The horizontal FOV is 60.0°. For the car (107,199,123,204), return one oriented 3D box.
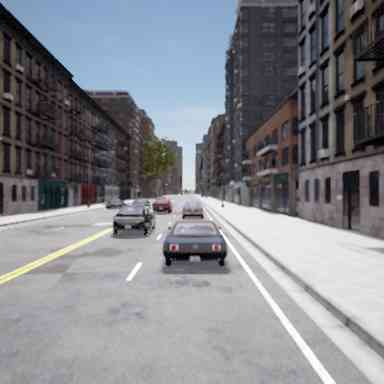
[{"bbox_3d":[-9.858,1.602,43.290,1.994,1.385,4.181,0,0,0],"label":"car"}]

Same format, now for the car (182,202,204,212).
[{"bbox_3d":[0.086,1.568,29.079,2.033,1.411,5.357,0,0,0],"label":"car"}]

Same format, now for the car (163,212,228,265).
[{"bbox_3d":[0.094,1.606,11.658,1.895,1.301,4.718,0,0,0],"label":"car"}]

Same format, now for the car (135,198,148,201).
[{"bbox_3d":[-6.617,1.528,43.085,2.128,1.511,4.902,0,0,0],"label":"car"}]

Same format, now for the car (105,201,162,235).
[{"bbox_3d":[-3.160,1.502,18.850,2.128,1.511,4.902,0,0,0],"label":"car"}]

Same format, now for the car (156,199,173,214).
[{"bbox_3d":[-3.168,1.506,36.515,1.882,1.535,5.008,0,0,0],"label":"car"}]
